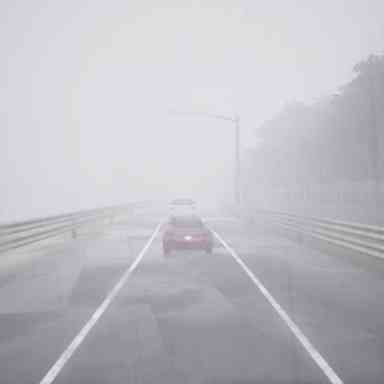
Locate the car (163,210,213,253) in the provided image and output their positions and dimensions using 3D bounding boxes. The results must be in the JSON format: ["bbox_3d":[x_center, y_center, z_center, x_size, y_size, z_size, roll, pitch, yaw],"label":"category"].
[{"bbox_3d":[-0.205,1.706,14.441,1.994,1.385,4.181,0,-1,-2],"label":"car"}]

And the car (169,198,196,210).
[{"bbox_3d":[-0.825,1.498,29.194,2.150,2.045,5.566,0,0,-2],"label":"car"}]
